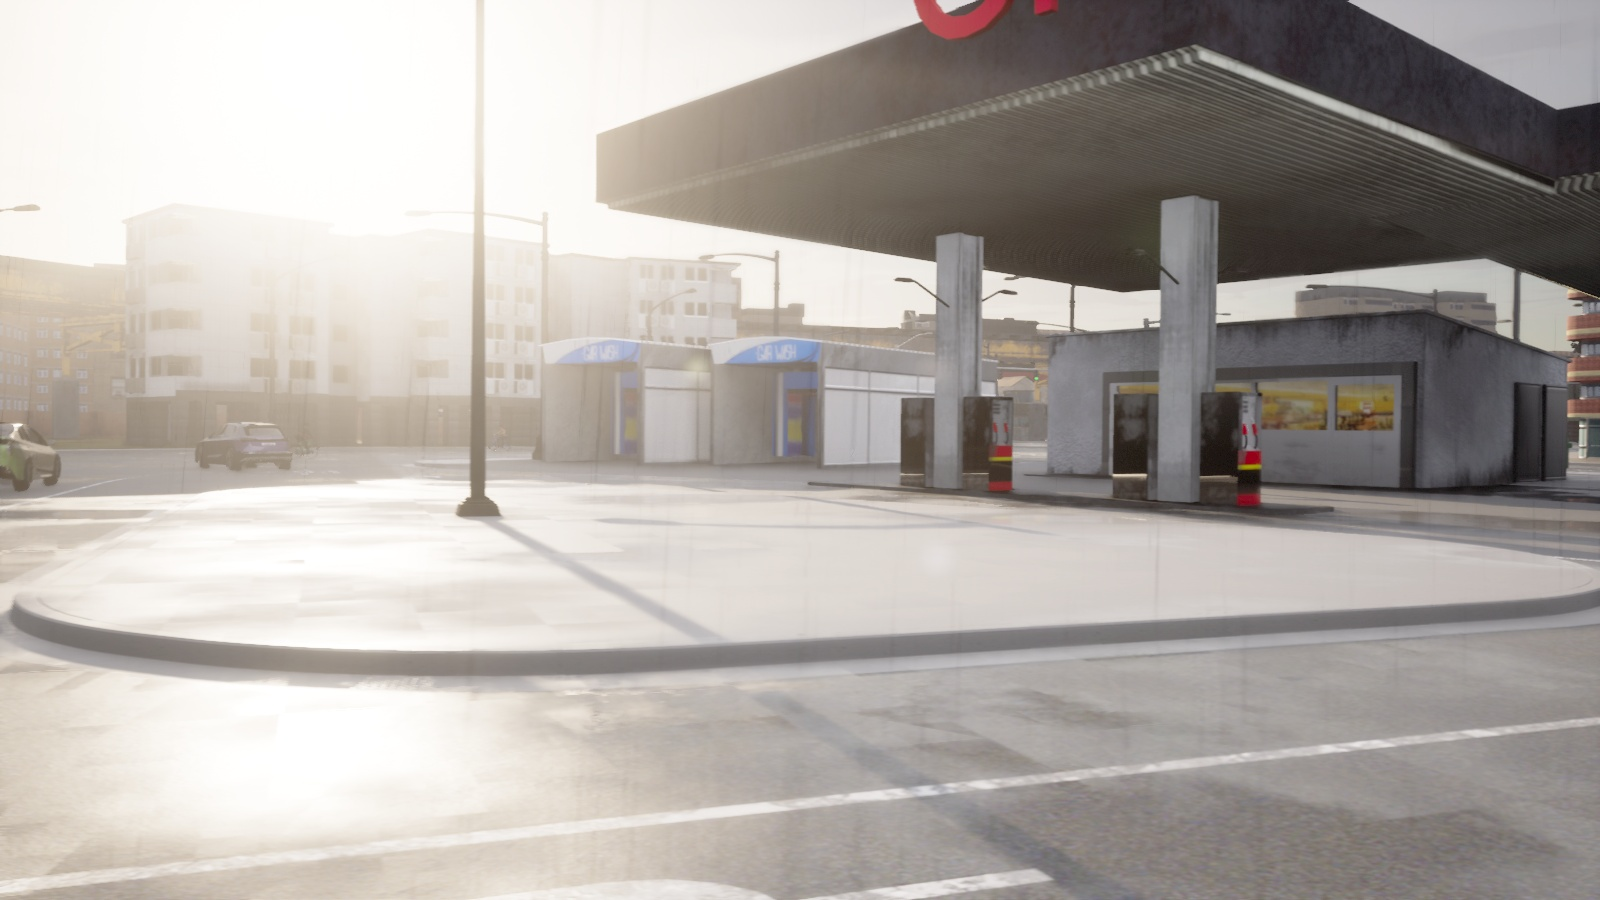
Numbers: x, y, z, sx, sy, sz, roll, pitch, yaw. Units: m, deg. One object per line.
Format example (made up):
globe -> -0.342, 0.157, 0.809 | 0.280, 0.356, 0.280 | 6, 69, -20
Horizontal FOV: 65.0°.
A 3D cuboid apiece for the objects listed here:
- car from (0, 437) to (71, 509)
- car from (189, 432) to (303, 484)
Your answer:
car -> -18.425, 0.482, 28.979 | 2.007, 1.525, 4.514 | -1, 1, -20
car -> -18.974, 0.237, 42.924 | 2.033, 1.649, 4.856 | -2, 2, -43
